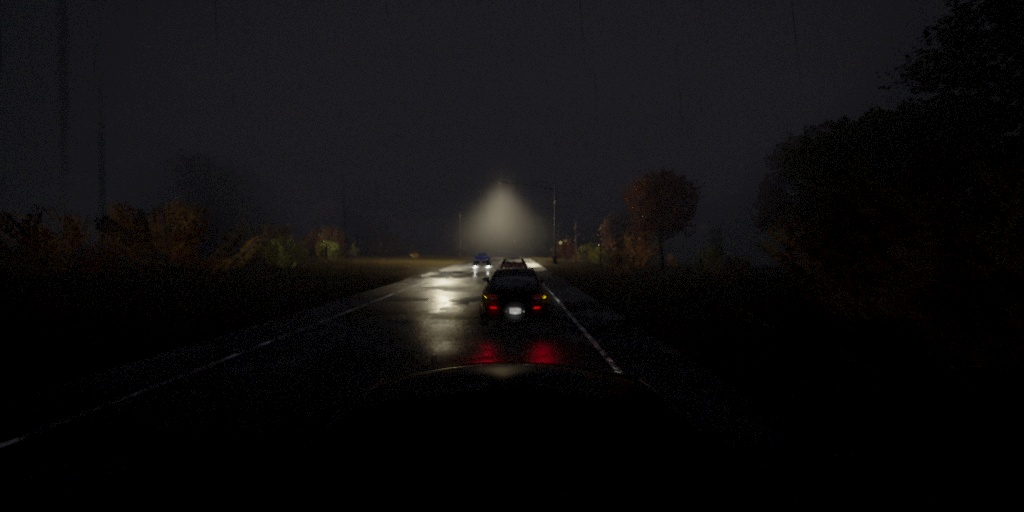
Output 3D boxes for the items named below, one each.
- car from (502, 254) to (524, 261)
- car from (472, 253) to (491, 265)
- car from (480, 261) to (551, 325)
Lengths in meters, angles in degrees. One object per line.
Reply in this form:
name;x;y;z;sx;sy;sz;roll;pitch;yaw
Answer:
car;0.126;0.773;26.657;1.895;1.301;4.718;0;1;0
car;-3.517;0.329;42.861;1.812;1.442;4.674;0;1;0
car;0.089;1.065;10.736;1.812;1.442;4.674;0;2;0
